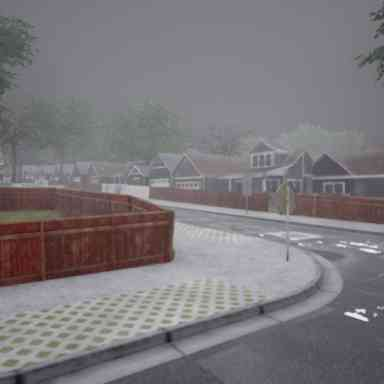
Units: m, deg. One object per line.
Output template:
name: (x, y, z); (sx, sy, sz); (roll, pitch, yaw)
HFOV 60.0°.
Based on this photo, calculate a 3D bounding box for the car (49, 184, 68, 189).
car: (-18.740, -0.321, 46.809); (1.882, 1.535, 5.008); (1, 2, -35)
